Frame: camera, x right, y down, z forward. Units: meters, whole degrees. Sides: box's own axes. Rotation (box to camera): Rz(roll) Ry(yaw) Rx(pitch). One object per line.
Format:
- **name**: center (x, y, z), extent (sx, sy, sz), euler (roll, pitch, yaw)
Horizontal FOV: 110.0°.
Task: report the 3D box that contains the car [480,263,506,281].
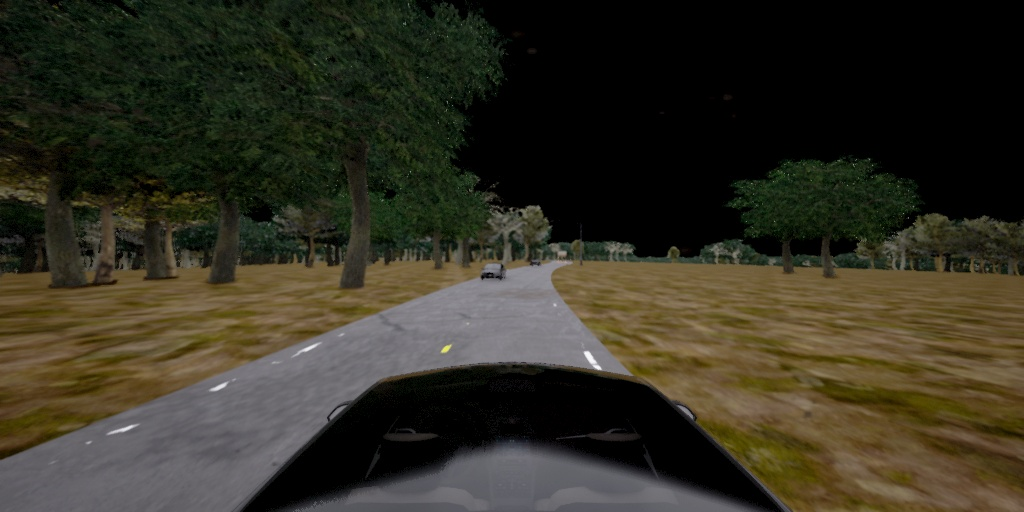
- **car**: center (-1.600, 1.375, 32.049), extent (1.837, 1.490, 4.892), euler (0, 0, 6)
